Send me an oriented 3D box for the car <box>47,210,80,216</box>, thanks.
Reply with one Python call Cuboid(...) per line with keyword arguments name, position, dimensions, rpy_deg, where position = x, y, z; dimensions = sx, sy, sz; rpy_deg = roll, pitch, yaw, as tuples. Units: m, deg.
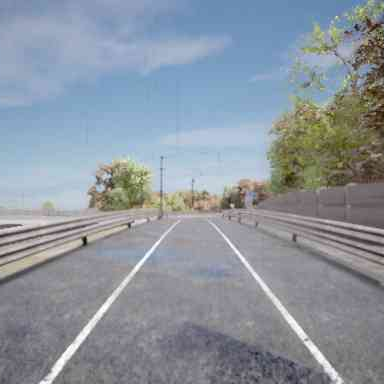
Cuboid(name="car", position=(-19.851, 3.516, 51.626), dimensions=(4.718, 1.301, 1.895), rpy_deg=(3, -5, -41))
